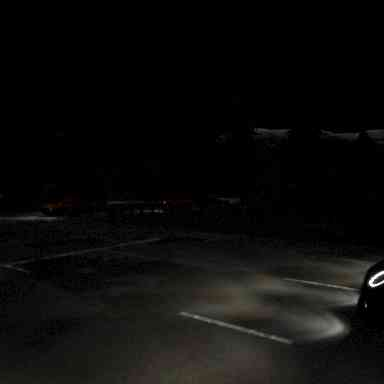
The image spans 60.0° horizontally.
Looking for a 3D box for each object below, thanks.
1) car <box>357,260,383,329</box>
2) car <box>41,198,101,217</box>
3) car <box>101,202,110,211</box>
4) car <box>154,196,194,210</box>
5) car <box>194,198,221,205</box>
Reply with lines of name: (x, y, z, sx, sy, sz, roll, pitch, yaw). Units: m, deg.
car: (4.917, 1.353, 4.738, 4.553, 1.767, 2.097, 0, 0, 36)
car: (-11.239, 1.365, 30.596, 1.882, 1.535, 5.008, 0, 0, 38)
car: (-11.604, 1.414, 36.065, 2.033, 1.411, 5.357, 0, 0, 42)
car: (-2.418, 1.243, 40.604, 4.553, 1.767, 2.097, 0, 0, -42)
car: (1.975, 1.485, 49.041, 4.718, 1.301, 1.895, 0, 0, -38)
